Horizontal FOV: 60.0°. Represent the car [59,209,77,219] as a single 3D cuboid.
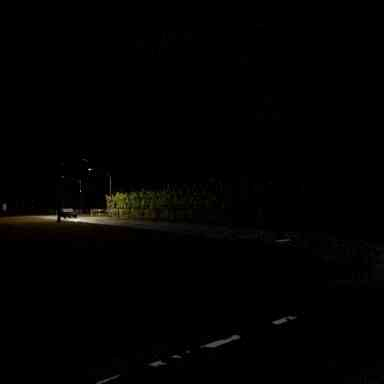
[{"bbox_3d":[-18.776,3.241,50.065,2.128,1.511,4.902,1,-3,-36],"label":"car"}]
